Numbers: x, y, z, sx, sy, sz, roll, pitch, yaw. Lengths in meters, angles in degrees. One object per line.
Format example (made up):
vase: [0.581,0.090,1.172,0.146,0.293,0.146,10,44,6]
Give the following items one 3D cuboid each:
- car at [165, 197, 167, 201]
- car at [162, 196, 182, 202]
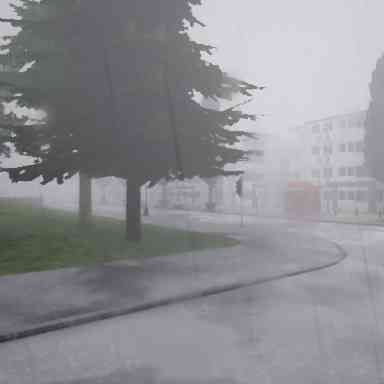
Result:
car: [-5.165,1.538,83.195,4.536,1.218,1.853,0,0,-6]
car: [-5.113,1.696,83.200,4.974,1.542,2.038,0,0,-6]
